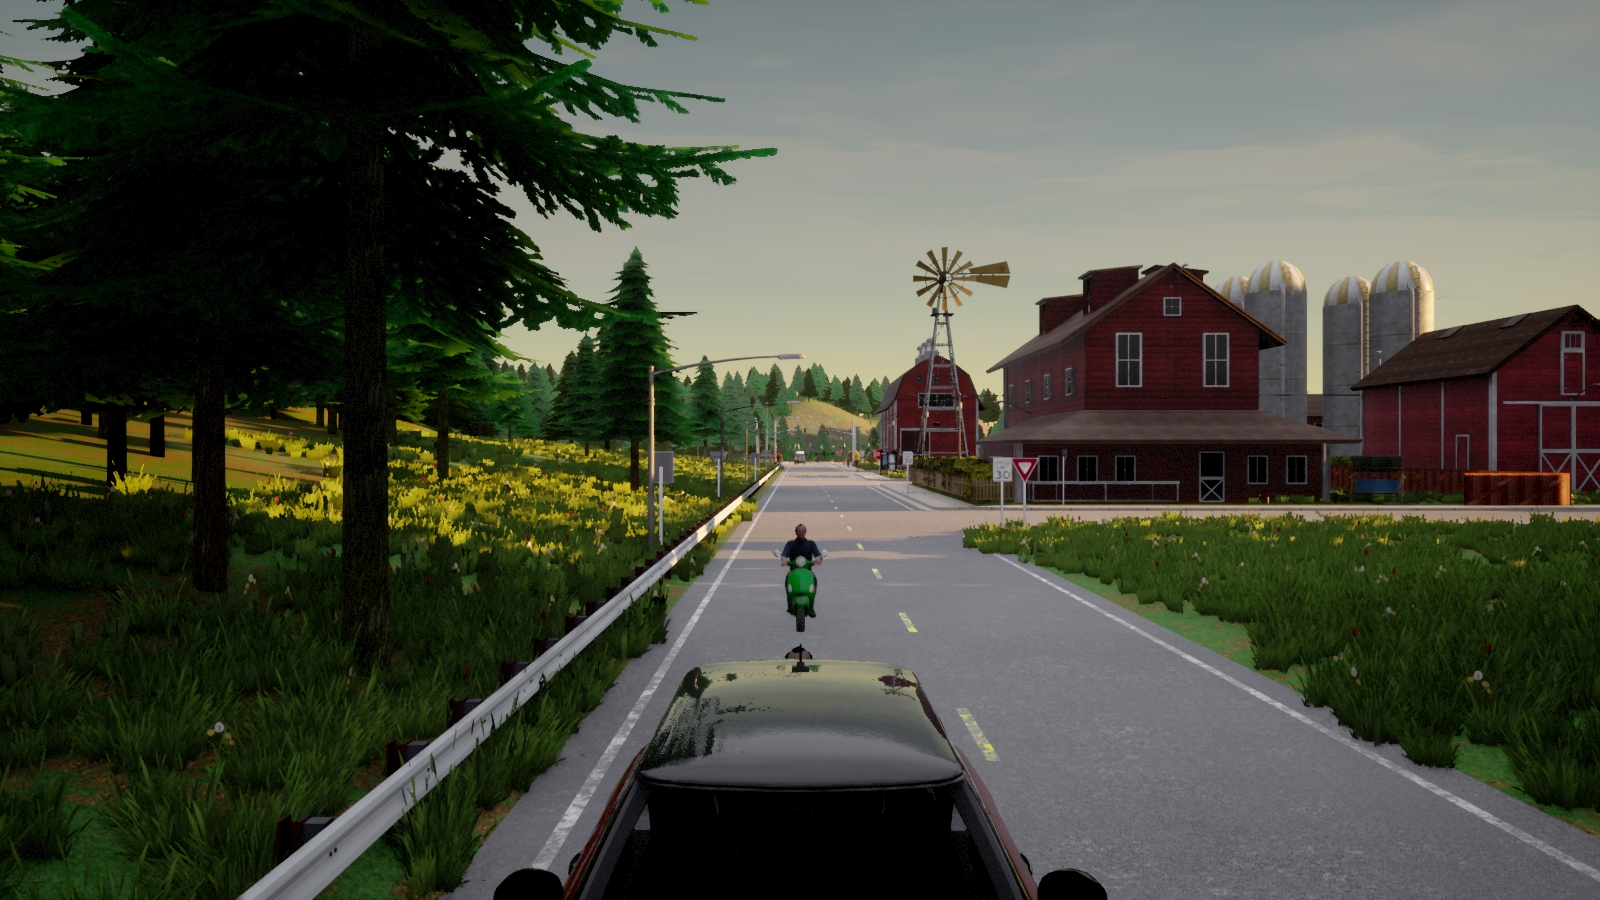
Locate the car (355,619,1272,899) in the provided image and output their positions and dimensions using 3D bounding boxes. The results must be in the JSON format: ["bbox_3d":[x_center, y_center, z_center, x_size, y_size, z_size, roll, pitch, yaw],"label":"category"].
[{"bbox_3d":[0.032,1.899,4.503,2.097,1.767,4.553,0,0,0],"label":"car"}]

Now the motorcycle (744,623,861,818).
[{"bbox_3d":[0.015,2.230,9.842,0.867,1.251,2.209,-1,-3,0],"label":"motorcycle"}]
